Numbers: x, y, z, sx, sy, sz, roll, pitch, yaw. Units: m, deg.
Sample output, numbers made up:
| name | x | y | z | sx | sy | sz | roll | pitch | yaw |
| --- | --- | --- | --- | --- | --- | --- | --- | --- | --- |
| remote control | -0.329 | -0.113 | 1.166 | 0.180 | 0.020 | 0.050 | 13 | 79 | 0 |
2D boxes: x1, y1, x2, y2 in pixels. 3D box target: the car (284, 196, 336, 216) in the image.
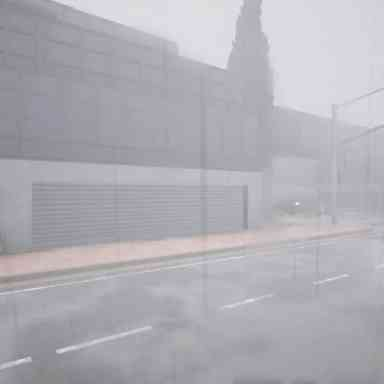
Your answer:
| name | x | y | z | sx | sy | sz | roll | pitch | yaw |
| --- | --- | --- | --- | --- | --- | --- | --- | --- | --- |
| car | 11.789 | 1.352 | 33.423 | 2.097 | 1.767 | 4.553 | 0 | 0 | -37 |

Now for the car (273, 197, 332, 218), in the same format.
| name | x | y | z | sx | sy | sz | roll | pitch | yaw |
| --- | --- | --- | --- | --- | --- | --- | --- | --- | --- |
| car | 9.700 | 1.492 | 30.366 | 2.128 | 1.511 | 4.902 | 0 | 0 | -37 |
